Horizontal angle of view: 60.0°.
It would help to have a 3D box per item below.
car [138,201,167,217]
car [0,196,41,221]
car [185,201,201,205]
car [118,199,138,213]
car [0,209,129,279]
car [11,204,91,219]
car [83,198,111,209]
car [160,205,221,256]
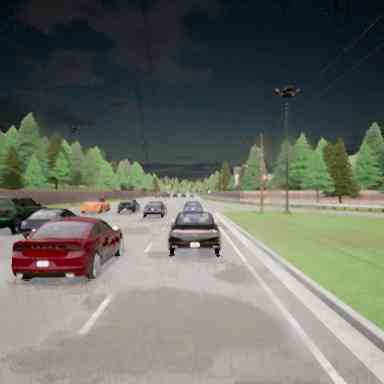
[{"bbox_3d":[-3.413,1.574,31.308,2.033,1.411,5.357,0,0,0],"label":"car"},{"bbox_3d":[-10.408,1.238,19.517,2.150,2.045,5.566,0,0,0],"label":"car"},{"bbox_3d":[0.087,1.574,31.391,2.033,1.411,5.357,0,0,0],"label":"car"},{"bbox_3d":[-6.916,1.536,36.819,1.837,1.490,4.892,0,0,0],"label":"car"},{"bbox_3d":[-3.404,1.486,10.058,1.882,1.535,5.008,0,0,0],"label":"car"},{"bbox_3d":[-6.921,1.540,16.940,1.812,1.442,4.674,0,0,0],"label":"car"},{"bbox_3d":[-10.415,1.383,36.493,2.097,1.767,4.553,0,0,0],"label":"car"},{"bbox_3d":[0.094,1.503,13.239,2.128,1.511,4.902,0,0,0],"label":"car"}]
